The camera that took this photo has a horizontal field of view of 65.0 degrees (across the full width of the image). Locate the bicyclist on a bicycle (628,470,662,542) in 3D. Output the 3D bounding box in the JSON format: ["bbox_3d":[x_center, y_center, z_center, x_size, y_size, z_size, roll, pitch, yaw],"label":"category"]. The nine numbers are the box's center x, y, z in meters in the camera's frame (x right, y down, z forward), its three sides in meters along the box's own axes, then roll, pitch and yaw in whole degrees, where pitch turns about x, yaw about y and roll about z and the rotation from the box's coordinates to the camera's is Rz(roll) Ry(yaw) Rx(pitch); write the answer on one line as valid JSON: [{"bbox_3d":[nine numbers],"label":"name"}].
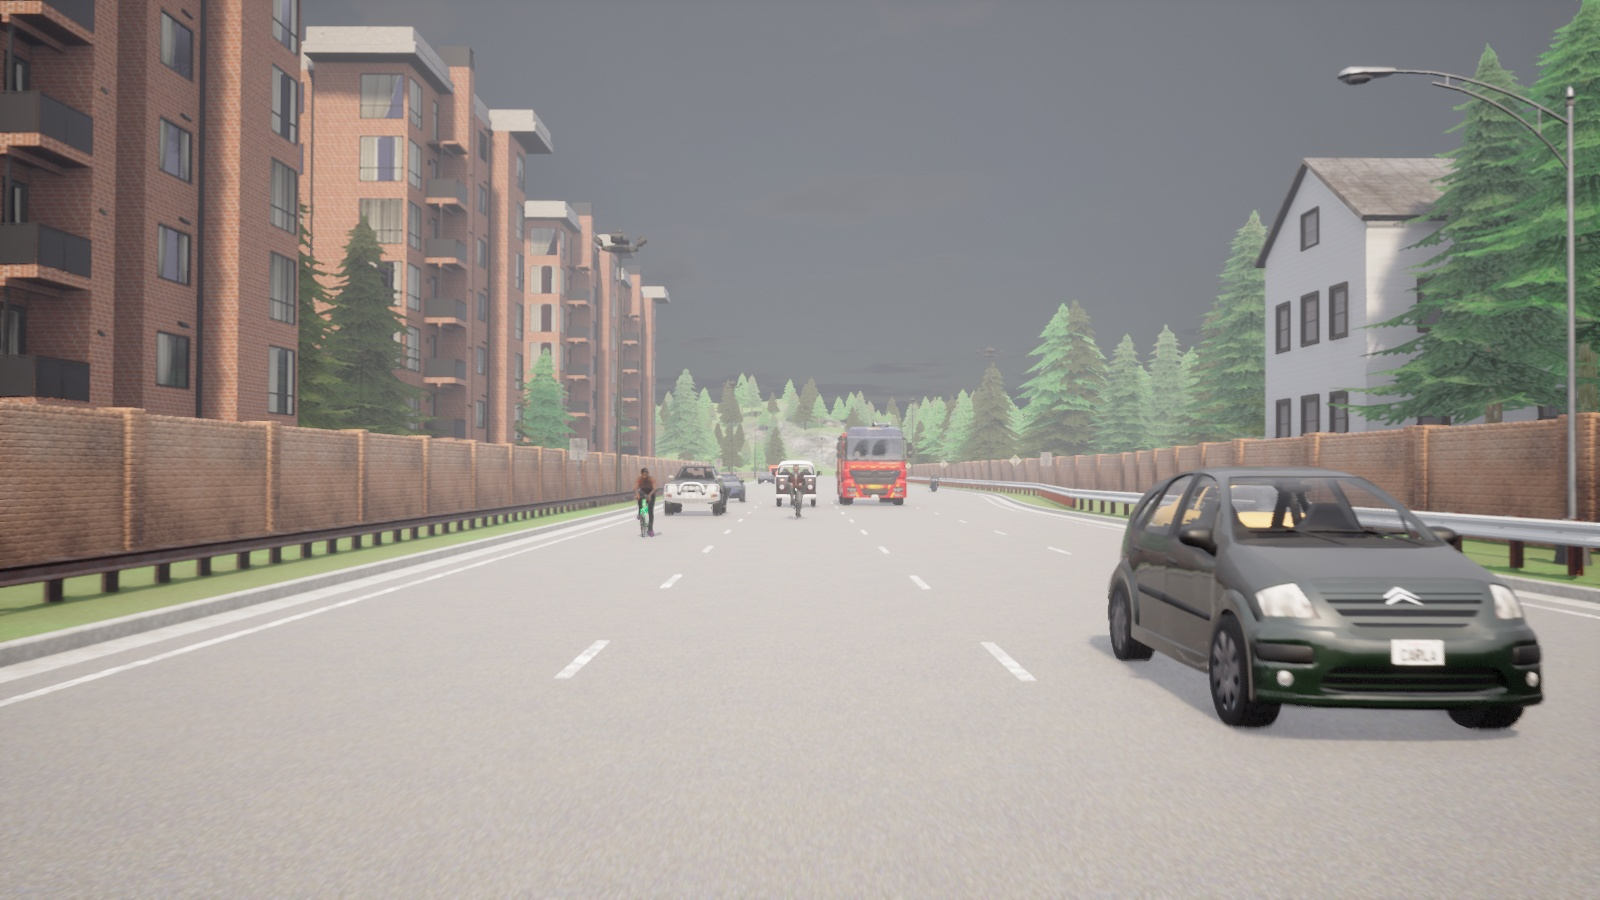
[{"bbox_3d":[-3.581,1.269,29.098,0.582,1.620,1.656,0,-1,0],"label":"bicyclist on a bicycle"}]

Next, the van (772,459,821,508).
[{"bbox_3d":[-0.154,1.459,54.986,2.069,2.038,4.480,0,-1,0],"label":"van"}]

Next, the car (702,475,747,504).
[{"bbox_3d":[-3.671,1.929,61.821,1.994,1.385,4.181,0,-1,0],"label":"car"}]

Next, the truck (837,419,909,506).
[{"bbox_3d":[3.330,0.632,59.483,2.891,3.827,8.468,0,-1,0],"label":"truck"}]

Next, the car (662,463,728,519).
[{"bbox_3d":[-3.617,1.381,44.009,1.932,1.855,4.605,0,-1,0],"label":"car"}]

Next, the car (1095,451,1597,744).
[{"bbox_3d":[3.490,0.849,8.949,1.851,1.617,3.988,0,-1,0],"label":"car"}]
